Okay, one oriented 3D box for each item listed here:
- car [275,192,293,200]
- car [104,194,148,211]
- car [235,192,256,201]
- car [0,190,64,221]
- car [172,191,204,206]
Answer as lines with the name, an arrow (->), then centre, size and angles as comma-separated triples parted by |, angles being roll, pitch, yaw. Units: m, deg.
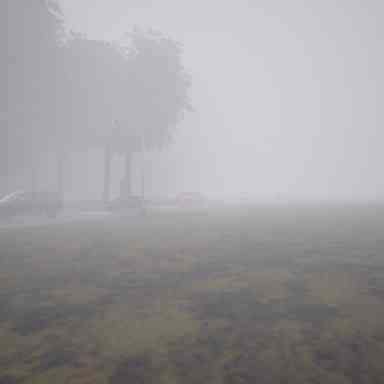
car -> 16.555, 0.671, 59.650 | 1.895, 1.301, 4.718 | 1, 1, 36
car -> -6.410, 1.028, 32.767 | 1.837, 1.490, 4.892 | 1, 1, 36
car -> 8.668, 0.675, 53.557 | 1.812, 1.442, 4.674 | 1, 1, 36
car -> -12.293, 0.924, 24.552 | 2.150, 2.045, 5.566 | 1, 2, 34
car -> -0.405, 0.708, 41.096 | 2.097, 1.767, 4.553 | 1, 1, 36
